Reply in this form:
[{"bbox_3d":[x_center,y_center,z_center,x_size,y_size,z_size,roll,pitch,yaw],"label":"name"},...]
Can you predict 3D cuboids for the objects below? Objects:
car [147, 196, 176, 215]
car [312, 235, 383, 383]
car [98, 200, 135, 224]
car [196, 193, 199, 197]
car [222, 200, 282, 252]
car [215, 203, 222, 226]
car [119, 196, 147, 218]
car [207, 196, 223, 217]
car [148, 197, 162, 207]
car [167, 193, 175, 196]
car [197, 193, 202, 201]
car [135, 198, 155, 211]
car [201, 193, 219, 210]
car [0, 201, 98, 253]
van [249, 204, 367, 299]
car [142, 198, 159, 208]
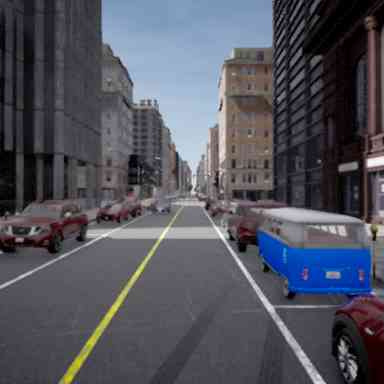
[{"bbox_3d":[-3.087,1.480,34.610,2.128,1.511,4.902,0,0,0],"label":"car"},{"bbox_3d":[2.678,1.439,2.533,1.967,1.590,4.097,1,0,0],"label":"car"},{"bbox_3d":[-5.843,1.536,25.041,1.887,1.381,4.507,1,0,0],"label":"car"},{"bbox_3d":[2.700,1.568,85.845,1.802,1.307,4.206,1,0,0],"label":"car"},{"bbox_3d":[2.682,1.310,13.782,2.192,1.841,5.009,1,0,0],"label":"car"},{"bbox_3d":[2.681,1.544,19.406,2.008,1.369,4.403,1,0,0],"label":"car"},{"bbox_3d":[-5.839,1.306,30.666,2.192,1.841,5.009,1,0,0],"label":"car"},{"bbox_3d":[2.686,1.431,30.654,1.967,1.590,4.097,1,0,0],"label":"car"},{"bbox_3d":[-5.834,1.514,52.994,1.752,1.417,4.829,1,0,0],"label":"car"},{"bbox_3d":[-5.827,1.530,80.184,1.887,1.381,4.507,1,0,0],"label":"car"},{"bbox_3d":[2.699,1.568,80.172,1.802,1.307,4.206,1,0,0],"label":"car"},{"bbox_3d":[-5.838,1.515,41.745,1.752,1.417,4.829,1,0,0],"label":"car"},{"bbox_3d":[2.690,1.305,41.903,2.192,1.841,5.009,1,0,0],"label":"car"},{"bbox_3d":[-5.844,1.309,13.792,2.192,1.841,5.009,1,0,0],"label":"car"},{"bbox_3d":[2.680,1.338,8.157,1.690,1.788,3.998,1,0,0],"label":"van"},{"bbox_3d":[-5.836,1.534,47.539,1.887,1.381,4.507,1,0,0],"label":"car"}]
